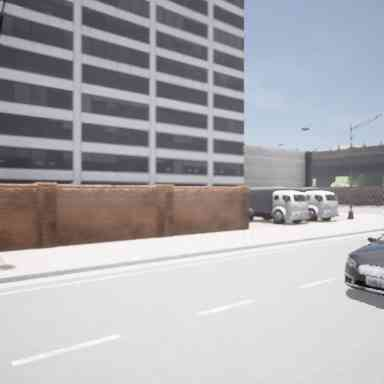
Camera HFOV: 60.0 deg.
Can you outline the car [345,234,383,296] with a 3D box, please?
[{"bbox_3d":[5.588,1.507,7.914,4.902,1.511,2.128,0,0,-35],"label":"car"}]
